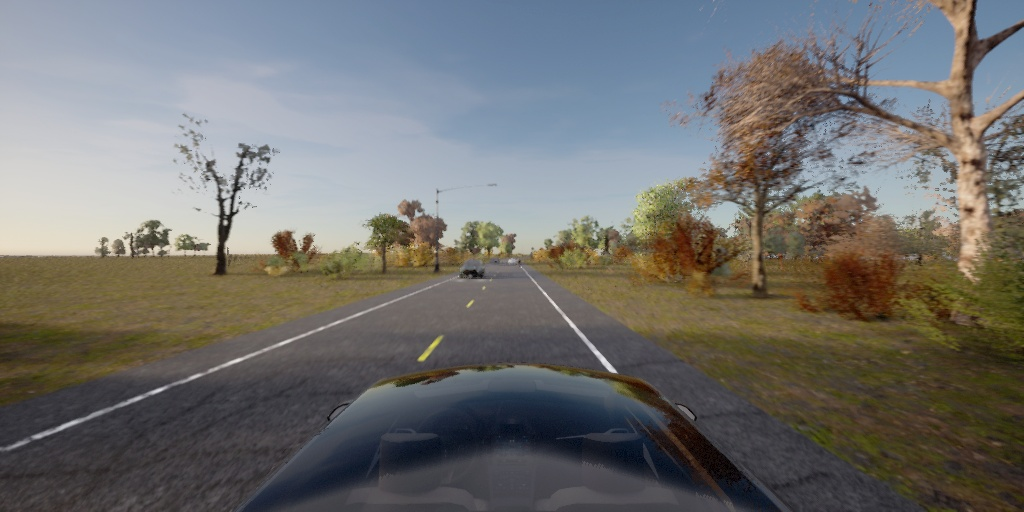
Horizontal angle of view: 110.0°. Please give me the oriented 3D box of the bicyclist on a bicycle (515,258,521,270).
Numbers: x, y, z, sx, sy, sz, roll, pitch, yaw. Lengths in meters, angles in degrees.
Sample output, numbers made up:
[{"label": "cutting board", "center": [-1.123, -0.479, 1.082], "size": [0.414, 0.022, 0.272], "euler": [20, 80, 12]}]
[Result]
[{"label": "bicyclist on a bicycle", "center": [0.955, 1.112, 47.379], "size": [0.659, 1.776, 1.843], "euler": [0, 0, 0]}]

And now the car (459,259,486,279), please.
[{"label": "car", "center": [-3.577, 1.103, 33.010], "size": [2.097, 1.767, 4.553], "euler": [0, 0, 0]}]
